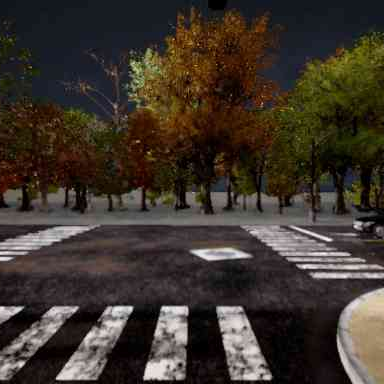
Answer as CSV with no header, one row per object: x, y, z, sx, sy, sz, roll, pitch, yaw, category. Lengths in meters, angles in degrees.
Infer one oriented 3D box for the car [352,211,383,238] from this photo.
10.705,1.519,17.017,4.674,1.442,1.812,0,0,0,car
